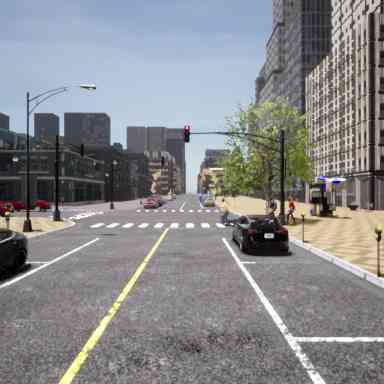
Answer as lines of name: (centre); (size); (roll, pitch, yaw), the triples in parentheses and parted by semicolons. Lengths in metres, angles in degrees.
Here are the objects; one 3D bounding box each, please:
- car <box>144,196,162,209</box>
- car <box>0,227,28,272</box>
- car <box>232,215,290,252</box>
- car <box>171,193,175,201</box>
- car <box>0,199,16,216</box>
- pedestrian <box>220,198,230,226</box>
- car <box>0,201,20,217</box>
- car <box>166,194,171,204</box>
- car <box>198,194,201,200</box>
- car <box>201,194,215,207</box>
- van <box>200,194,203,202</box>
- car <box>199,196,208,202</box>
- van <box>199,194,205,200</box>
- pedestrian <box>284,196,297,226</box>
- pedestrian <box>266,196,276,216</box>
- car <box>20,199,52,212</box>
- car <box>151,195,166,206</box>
car: (-5.672, 1.585, 46.168); (1.802, 1.307, 4.206); (0, 0, 0)
car: (-5.684, 1.566, 8.153); (1.947, 1.339, 4.313); (0, 0, 0)
car: (2.698, 1.567, 13.690); (1.947, 1.339, 4.313); (0, 0, 0)
car: (-5.661, 1.532, 79.304); (1.752, 1.417, 4.829); (0, 0, 0)
car: (-18.397, 1.309, 29.360); (4.674, 1.442, 1.812); (1, 0, -1)
pedestrian: (2.133, 1.295, 21.860); (0.375, 1.860, 0.375); (0, 0, 0)
car: (-17.139, 1.101, 26.800); (5.009, 1.841, 2.192); (1, -1, -1)
car: (-5.666, 1.555, 62.822); (2.008, 1.369, 4.403); (0, 0, 0)
car: (2.716, 1.556, 68.372); (2.008, 1.369, 4.403); (0, 0, 0)
car: (2.711, 1.529, 51.889); (1.752, 1.417, 4.829); (0, 0, 0)
van: (2.714, 1.345, 57.270); (1.690, 1.788, 3.998); (0, 0, 0)
car: (2.720, 1.573, 79.474); (1.947, 1.339, 4.313); (0, 0, 0)
van: (2.725, 1.349, 90.576); (1.690, 1.788, 3.998); (0, 0, 0)
pedestrian: (6.103, 1.143, 20.648); (0.375, 1.860, 0.375); (0, 0, 0)
pedestrian: (5.128, 1.143, 21.344); (0.375, 1.860, 0.375); (0, 0, 0)
car: (-17.257, 1.372, 35.175); (4.507, 1.381, 1.887); (1, -1, -1)
car: (-5.669, 1.318, 51.719); (2.192, 1.841, 5.009); (0, 0, 0)
